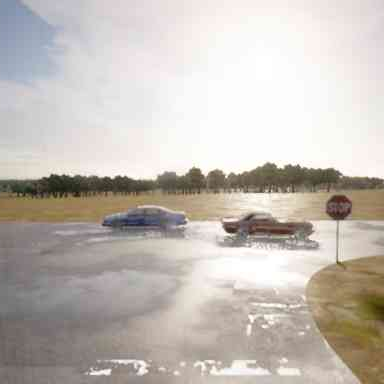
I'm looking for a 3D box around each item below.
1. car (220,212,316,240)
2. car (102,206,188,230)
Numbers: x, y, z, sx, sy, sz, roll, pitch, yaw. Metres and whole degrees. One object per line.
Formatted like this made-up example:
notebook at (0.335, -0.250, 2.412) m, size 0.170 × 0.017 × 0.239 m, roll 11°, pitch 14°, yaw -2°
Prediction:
car at (3.913, 1.721, 17.505) m, size 4.718 × 1.301 × 1.895 m, roll 1°, pitch 1°, yaw 1°
car at (-2.937, 1.617, 21.293) m, size 5.357 × 1.411 × 2.033 m, roll 0°, pitch 2°, yaw 2°
